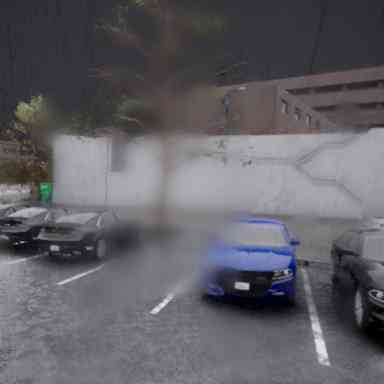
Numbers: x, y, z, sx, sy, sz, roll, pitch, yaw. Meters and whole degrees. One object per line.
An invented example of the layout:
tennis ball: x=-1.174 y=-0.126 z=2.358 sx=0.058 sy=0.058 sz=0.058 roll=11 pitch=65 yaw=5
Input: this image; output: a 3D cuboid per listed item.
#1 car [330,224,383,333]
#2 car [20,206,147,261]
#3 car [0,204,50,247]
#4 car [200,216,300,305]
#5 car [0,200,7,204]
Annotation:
car: x=3.994 y=1.474 z=6.635 sx=2.097 sy=1.535 sz=5.008 roll=1 pitch=0 yaw=16
car: x=-3.215 y=1.364 z=11.810 sx=2.231 sy=1.521 sz=4.892 roll=1 pitch=0 yaw=17
car: x=-5.593 y=1.332 z=13.572 sx=2.231 sy=1.521 sz=4.892 roll=1 pitch=0 yaw=17
car: x=1.584 y=1.434 z=8.357 sx=2.097 sy=1.535 sz=5.008 roll=1 pitch=0 yaw=16
car: x=-7.952 y=1.302 z=15.353 sx=2.231 sy=1.521 sz=4.892 roll=1 pitch=-1 yaw=18
